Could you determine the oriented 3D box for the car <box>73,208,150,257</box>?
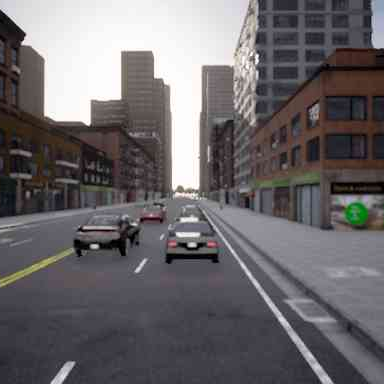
[{"bbox_3d":[-3.232,1.625,13.516,2.128,1.511,4.902,0,0,0],"label":"car"}]

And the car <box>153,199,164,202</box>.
[{"bbox_3d":[-6.516,2.142,64.545,1.882,1.535,5.008,0,-1,1],"label":"car"}]

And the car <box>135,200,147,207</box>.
[{"bbox_3d":[-9.756,2.264,64.521,1.895,1.301,4.718,0,-1,0],"label":"car"}]

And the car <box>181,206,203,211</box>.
[{"bbox_3d":[0.020,1.842,28.498,1.994,1.385,4.181,0,0,0],"label":"car"}]

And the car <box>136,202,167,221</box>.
[{"bbox_3d":[-3.230,1.842,28.454,1.994,1.385,4.181,0,0,0],"label":"car"}]

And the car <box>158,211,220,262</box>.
[{"bbox_3d":[0.009,1.671,12.544,2.033,1.411,5.357,0,-1,0],"label":"car"}]
